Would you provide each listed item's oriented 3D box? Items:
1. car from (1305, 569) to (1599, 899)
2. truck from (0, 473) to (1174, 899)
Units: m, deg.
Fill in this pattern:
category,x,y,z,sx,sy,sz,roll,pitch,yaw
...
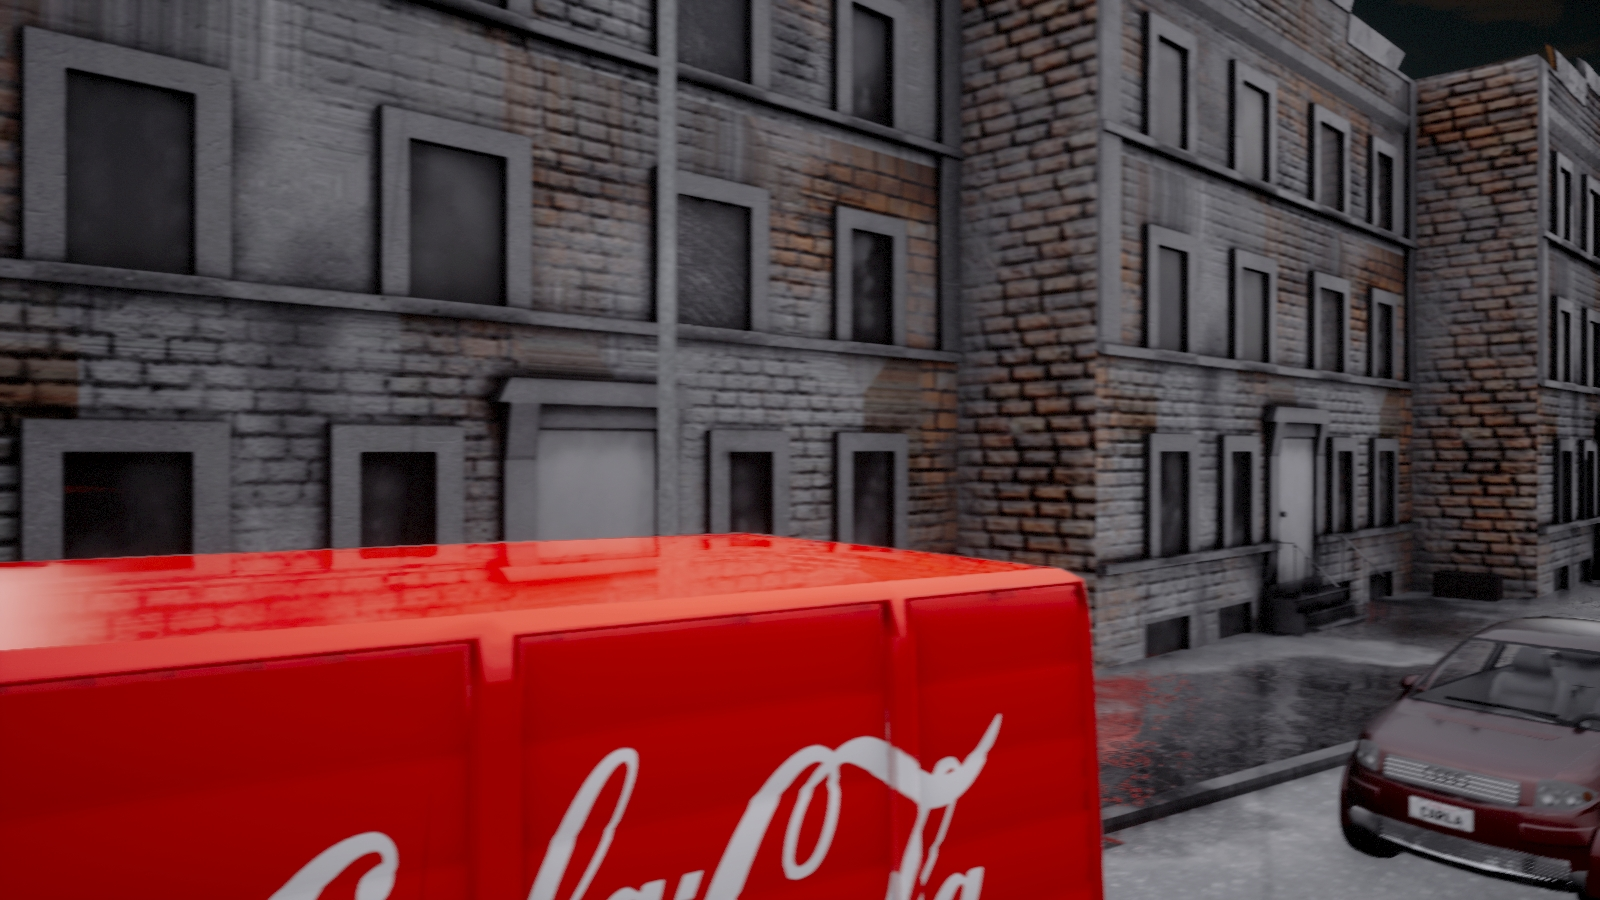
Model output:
category,x,y,z,sx,sy,sz,roll,pitch,yaw
car,5.445,1.806,8.057,3.705,1.549,1.789,0,0,-35
truck,-1.780,1.347,2.975,5.204,2.467,2.627,0,0,-35
